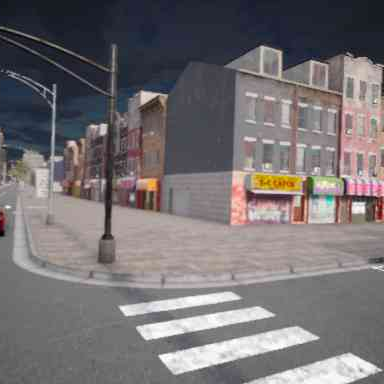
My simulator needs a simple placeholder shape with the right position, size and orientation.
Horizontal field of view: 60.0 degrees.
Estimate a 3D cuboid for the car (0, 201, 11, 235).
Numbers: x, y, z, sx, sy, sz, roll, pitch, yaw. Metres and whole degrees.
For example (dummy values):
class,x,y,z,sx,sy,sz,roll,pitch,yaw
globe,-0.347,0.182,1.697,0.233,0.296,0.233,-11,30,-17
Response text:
class,x,y,z,sx,sy,sz,roll,pitch,yaw
car,-9.554,1.055,15.286,1.882,1.535,5.008,2,0,-28
